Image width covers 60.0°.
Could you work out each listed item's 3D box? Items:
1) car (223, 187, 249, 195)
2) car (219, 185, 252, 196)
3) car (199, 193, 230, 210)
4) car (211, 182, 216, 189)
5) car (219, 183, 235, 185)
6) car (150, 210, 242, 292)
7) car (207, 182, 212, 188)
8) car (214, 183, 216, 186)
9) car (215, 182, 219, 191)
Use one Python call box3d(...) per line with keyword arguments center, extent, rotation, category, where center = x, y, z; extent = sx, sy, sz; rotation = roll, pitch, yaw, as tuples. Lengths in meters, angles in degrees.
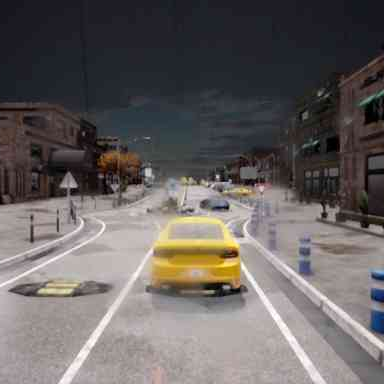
box3d(center=(8.212, -0.126, 62.503), extent=(4.674, 1.452, 2.002), rotation=(0, 3, -1), category="car")
box3d(center=(8.053, -0.041, 59.744), extent=(5.366, 1.575, 1.946), rotation=(0, 3, -1), category="car")
box3d(center=(2.170, 1.130, 33.886), extent=(1.994, 1.385, 4.181), rotation=(0, 1, -20), category="car")
box3d(center=(7.971, -1.064, 84.528), extent=(5.008, 1.535, 2.097), rotation=(0, 2, -1), category="car")
box3d(center=(8.146, -0.416, 65.248), extent=(4.553, 1.767, 2.185), rotation=(0, 2, -1), category="car")
box3d(center=(0.103, 1.397, 8.640), extent=(1.882, 1.535, 5.008), rotation=(0, -1, 1), category="car")
box3d(center=(7.845, -1.592, 92.786), extent=(5.566, 2.045, 2.435), rotation=(0, 2, -1), category="car")
box3d(center=(8.062, -0.753, 76.267), extent=(4.892, 1.521, 2.231), rotation=(0, 2, -1), category="car")
box3d(center=(8.177, -0.663, 67.995), extent=(5.566, 2.045, 2.435), rotation=(0, 2, -1), category="car")
